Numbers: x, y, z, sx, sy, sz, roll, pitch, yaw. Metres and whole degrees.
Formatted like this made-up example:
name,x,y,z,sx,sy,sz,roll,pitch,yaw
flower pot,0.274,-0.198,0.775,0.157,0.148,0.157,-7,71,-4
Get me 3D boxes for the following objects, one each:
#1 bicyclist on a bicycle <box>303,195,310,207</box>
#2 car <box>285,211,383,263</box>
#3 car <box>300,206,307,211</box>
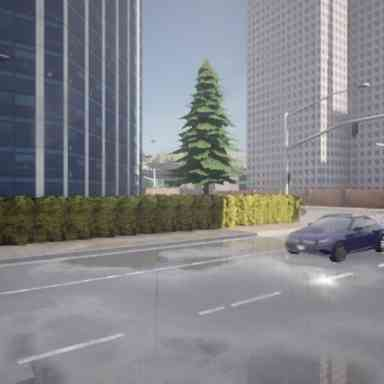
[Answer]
name,x,y,z,sx,sy,sz,roll,pitch,yaw
bicyclist on a bicycle,16.291,1.296,47.377,1.656,1.620,0.582,0,0,-35
car,5.424,1.524,12.086,4.674,1.442,1.812,0,0,-35
car,8.682,1.561,31.310,1.994,1.385,4.181,0,0,-35
